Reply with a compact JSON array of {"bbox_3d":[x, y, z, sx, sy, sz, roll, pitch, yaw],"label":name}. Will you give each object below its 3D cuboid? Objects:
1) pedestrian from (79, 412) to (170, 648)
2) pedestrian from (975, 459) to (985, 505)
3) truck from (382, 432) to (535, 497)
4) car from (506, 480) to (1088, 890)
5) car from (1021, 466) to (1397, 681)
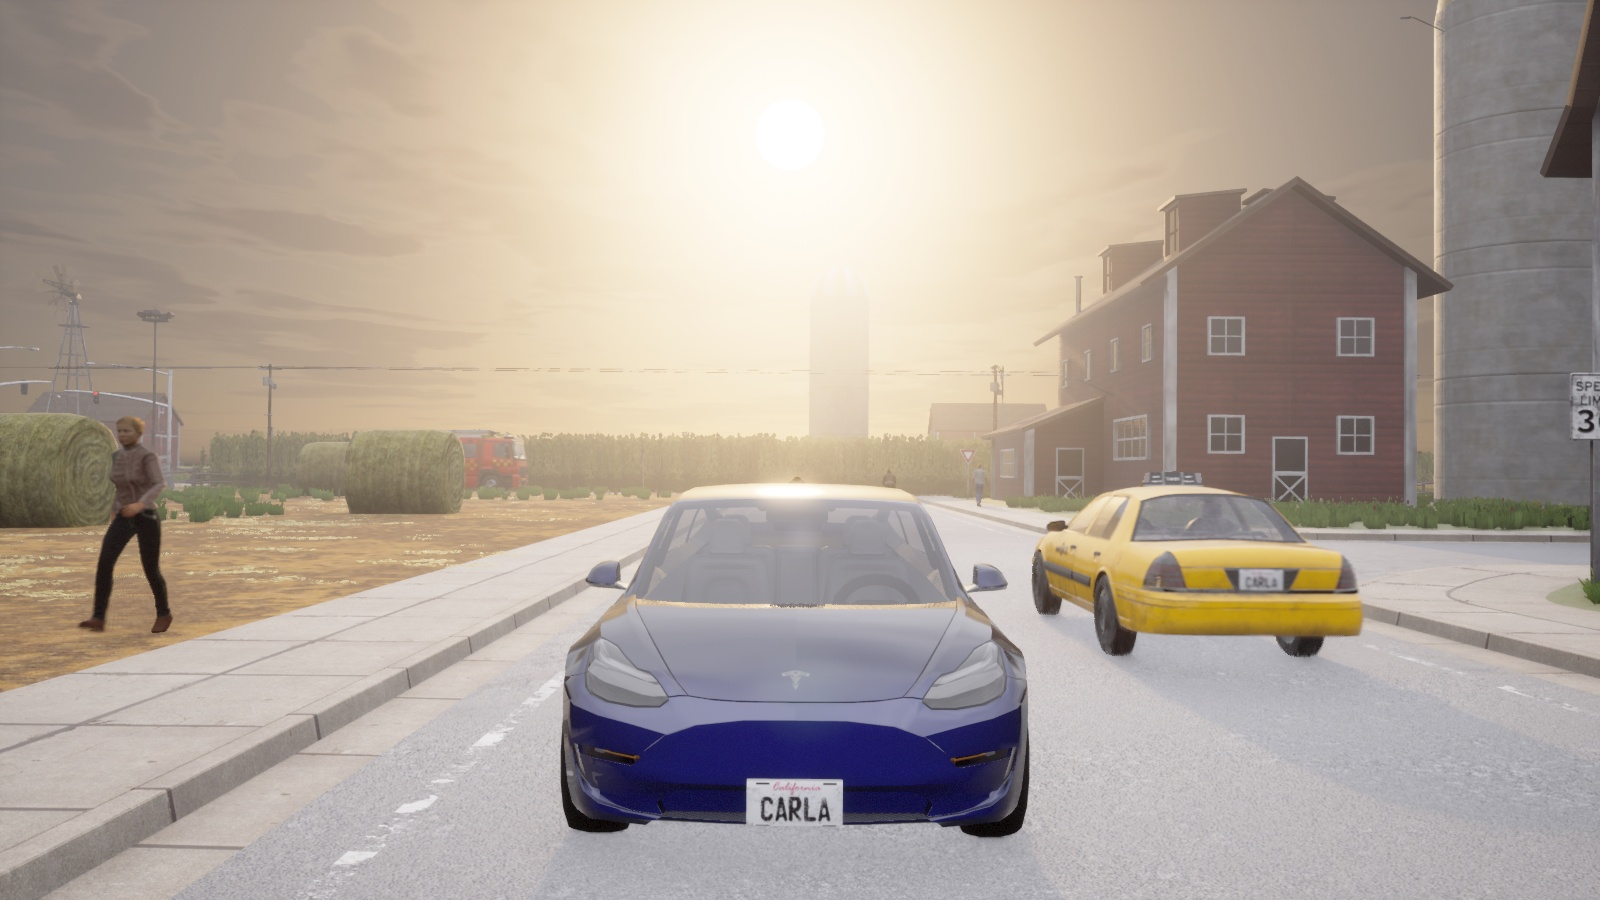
[{"bbox_3d":[-5.466,0.633,10.188,0.331,1.846,0.634,0,-1,7],"label":"pedestrian"},{"bbox_3d":[7.248,1.292,50.645,0.354,1.836,0.706,0,-1,6],"label":"pedestrian"},{"bbox_3d":[-20.611,0.887,76.153,8.468,3.827,2.891,0,-1,1],"label":"truck"},{"bbox_3d":[-0.013,0.931,7.078,2.163,1.488,4.792,0,-1,0],"label":"car"},{"bbox_3d":[3.474,0.949,11.914,1.801,1.575,5.366,0,-1,0],"label":"car"}]
